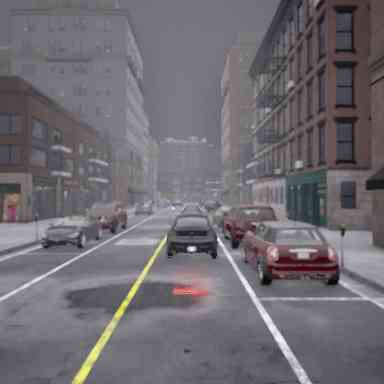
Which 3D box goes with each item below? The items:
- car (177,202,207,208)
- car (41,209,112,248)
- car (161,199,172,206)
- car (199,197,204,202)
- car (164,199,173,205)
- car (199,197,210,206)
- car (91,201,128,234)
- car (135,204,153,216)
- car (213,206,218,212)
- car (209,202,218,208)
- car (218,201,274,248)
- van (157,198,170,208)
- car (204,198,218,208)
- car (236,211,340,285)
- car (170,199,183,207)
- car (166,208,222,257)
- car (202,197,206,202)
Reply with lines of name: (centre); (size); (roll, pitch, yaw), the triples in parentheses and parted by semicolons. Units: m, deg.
car: (-0.006, 1.863, 28.519); (1.994, 1.385, 4.181); (0, -1, 1)
car: (-5.403, 1.713, 15.451); (2.008, 1.369, 4.403); (0, -1, 0)
car: (-5.460, 2.307, 72.066); (2.008, 1.369, 4.403); (0, -1, 0)
car: (2.571, 2.263, 66.412); (1.947, 1.339, 4.313); (0, -1, 0)
car: (-5.466, 2.381, 77.728); (1.947, 1.339, 4.313); (0, -1, 0)
car: (2.565, 2.072, 72.077); (2.192, 1.841, 5.009); (0, -1, 0)
car: (-5.409, 1.536, 21.115); (2.192, 1.841, 5.009); (0, -1, 0)
car: (-5.426, 1.980, 38.097); (1.802, 1.307, 4.206); (0, -1, 0)
car: (2.616, 1.788, 21.120); (1.947, 1.339, 4.313); (0, -1, 0)
car: (2.610, 1.808, 26.952); (1.752, 1.417, 4.829); (0, -1, 0)
car: (2.622, 1.478, 15.461); (2.192, 1.841, 5.009); (0, -1, 0)
van: (-5.449, 1.977, 60.745); (1.690, 1.788, 3.998); (0, -1, 0)
car: (2.975, 1.973, 44.802); (1.837, 1.490, 4.892); (0, -1, 0)
car: (2.628, 1.544, 9.798); (1.967, 1.590, 4.097); (0, -1, 0)
car: (-2.831, 2.163, 65.329); (1.882, 1.535, 5.008); (0, -1, 0)
car: (0.010, 1.650, 13.515); (1.837, 1.490, 4.892); (0, 0, 0)
car: (2.963, 2.020, 51.802); (1.882, 1.535, 5.008); (0, -1, 0)
